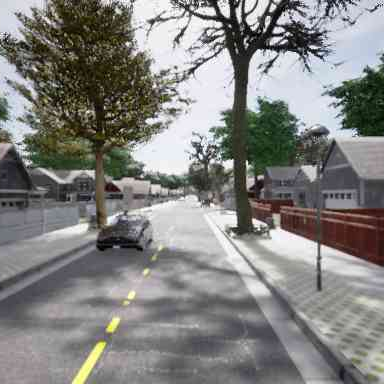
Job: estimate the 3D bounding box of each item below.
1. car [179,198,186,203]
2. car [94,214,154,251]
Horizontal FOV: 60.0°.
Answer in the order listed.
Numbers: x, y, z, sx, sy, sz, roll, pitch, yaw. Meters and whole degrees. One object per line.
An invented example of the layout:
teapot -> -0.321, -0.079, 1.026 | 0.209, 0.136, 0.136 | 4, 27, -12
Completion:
car -> -2.743, 2.310, 94.953 | 2.033, 1.411, 5.357 | 0, -1, 0
car -> -2.850, 1.740, 15.250 | 2.033, 1.411, 5.357 | 0, -1, 0
